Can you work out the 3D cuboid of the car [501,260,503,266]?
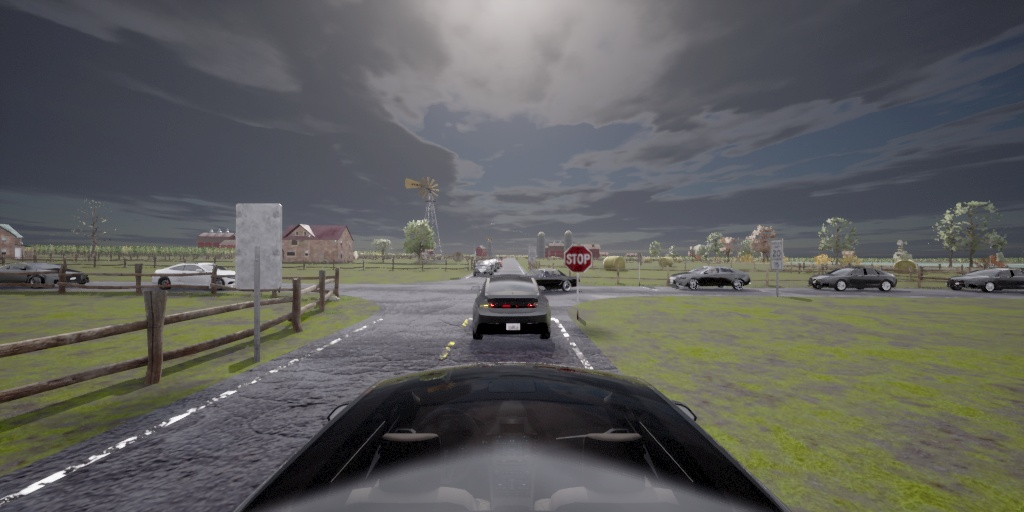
[{"bbox_3d":[-2.823,1.240,55.712,2.128,1.511,4.902,0,0,0],"label":"car"}]

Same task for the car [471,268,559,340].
[{"bbox_3d":[-0.074,1.256,10.038,1.837,1.490,4.892,0,0,-2],"label":"car"}]

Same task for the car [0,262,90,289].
[{"bbox_3d":[-26.364,1.048,19.872,4.181,1.385,1.994,1,-1,-1],"label":"car"}]

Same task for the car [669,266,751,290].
[{"bbox_3d":[12.797,1.396,23.313,4.902,1.511,2.128,1,-1,-2],"label":"car"}]

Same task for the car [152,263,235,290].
[{"bbox_3d":[-17.244,1.104,19.994,4.674,1.442,1.812,1,-1,-1],"label":"car"}]

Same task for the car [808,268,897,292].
[{"bbox_3d":[22.199,1.499,23.485,4.892,1.490,1.837,1,-1,-1],"label":"car"}]

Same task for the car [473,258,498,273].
[{"bbox_3d":[-2.861,1.243,36.725,2.128,1.511,4.902,0,0,0],"label":"car"}]

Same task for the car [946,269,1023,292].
[{"bbox_3d":[31.702,1.586,23.606,4.892,1.490,1.837,1,-1,-1],"label":"car"}]

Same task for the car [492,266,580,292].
[{"bbox_3d":[1.499,1.369,20.084,4.718,1.301,1.895,1,0,-35],"label":"car"}]

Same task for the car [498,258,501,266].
[{"bbox_3d":[-2.854,1.241,46.170,2.128,1.511,4.902,0,0,0],"label":"car"}]
